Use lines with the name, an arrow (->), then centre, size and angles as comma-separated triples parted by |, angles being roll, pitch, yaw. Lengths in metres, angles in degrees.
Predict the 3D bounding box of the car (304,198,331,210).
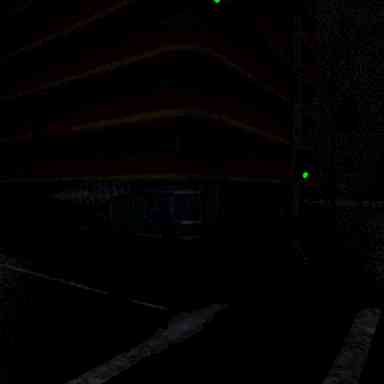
car -> 16.502, 1.535, 44.261 | 1.812, 1.442, 4.674 | 0, 0, -28
